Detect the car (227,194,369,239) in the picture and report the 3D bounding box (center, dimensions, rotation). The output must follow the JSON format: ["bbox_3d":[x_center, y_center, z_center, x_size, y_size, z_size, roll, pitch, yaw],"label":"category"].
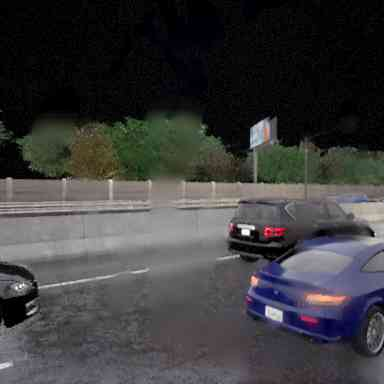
[{"bbox_3d":[3.650,1.195,10.744,5.566,2.045,2.150,0,0,-36],"label":"car"}]

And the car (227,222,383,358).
[{"bbox_3d":[2.987,1.508,5.950,4.674,1.442,1.812,0,0,-36],"label":"car"}]

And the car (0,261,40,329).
[{"bbox_3d":[-4.810,1.495,4.597,4.902,1.511,2.128,0,0,-36],"label":"car"}]

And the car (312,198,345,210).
[{"bbox_3d":[17.559,1.487,42.723,4.181,1.385,1.994,0,0,-36],"label":"car"}]
